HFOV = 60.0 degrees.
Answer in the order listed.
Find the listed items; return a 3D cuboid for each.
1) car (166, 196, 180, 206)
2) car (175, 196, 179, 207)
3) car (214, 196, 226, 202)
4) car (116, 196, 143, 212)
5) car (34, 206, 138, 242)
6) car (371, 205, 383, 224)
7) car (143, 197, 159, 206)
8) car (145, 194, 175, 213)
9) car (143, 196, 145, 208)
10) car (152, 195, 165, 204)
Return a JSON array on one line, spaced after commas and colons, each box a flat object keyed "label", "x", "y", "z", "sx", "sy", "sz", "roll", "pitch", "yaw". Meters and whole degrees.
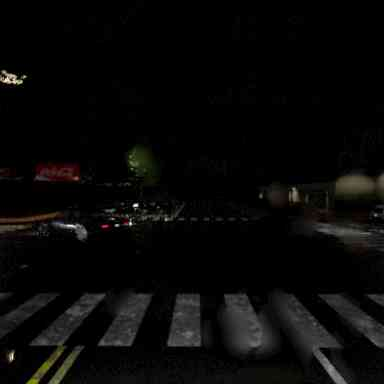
[{"label": "car", "x": -3.161, "y": 1.463, "z": 56.369, "sx": 1.837, "sy": 1.490, "sz": 4.892, "roll": 0, "pitch": 0, "yaw": 1}, {"label": "car", "x": -3.300, "y": 1.566, "z": 46.422, "sx": 1.895, "sy": 1.301, "sz": 4.718, "roll": 0, "pitch": 0, "yaw": 1}, {"label": "car", "x": 6.443, "y": 1.496, "z": 75.497, "sx": 1.994, "sy": 1.385, "sz": 4.181, "roll": 0, "pitch": 0, "yaw": 21}, {"label": "car", "x": -6.913, "y": 1.478, "z": 35.740, "sx": 1.837, "sy": 1.490, "sz": 4.892, "roll": 0, "pitch": 0, "yaw": 1}, {"label": "car", "x": -5.423, "y": 1.534, "z": 16.177, "sx": 5.357, "sy": 1.411, "sz": 2.033, "roll": 0, "pitch": 0, "yaw": 34}, {"label": "car", "x": 15.092, "y": 1.205, "z": 22.285, "sx": 5.566, "sy": 2.045, "sz": 2.150, "roll": 0, "pitch": 0, "yaw": 1}, {"label": "car", "x": -6.702, "y": 1.523, "z": 54.604, "sx": 1.994, "sy": 1.385, "sz": 4.181, "roll": 0, "pitch": 0, "yaw": 0}, {"label": "car", "x": -3.408, "y": 1.194, "z": 36.658, "sx": 2.150, "sy": 2.045, "sz": 5.566, "roll": 0, "pitch": 0, "yaw": 1}, {"label": "car", "x": -6.825, "y": 1.319, "z": 44.707, "sx": 2.097, "sy": 1.767, "sz": 4.553, "roll": 0, "pitch": 0, "yaw": 1}, {"label": "car", "x": -6.457, "y": 1.429, "z": 64.886, "sx": 1.882, "sy": 1.535, "sz": 5.008, "roll": 0, "pitch": 0, "yaw": 2}]
